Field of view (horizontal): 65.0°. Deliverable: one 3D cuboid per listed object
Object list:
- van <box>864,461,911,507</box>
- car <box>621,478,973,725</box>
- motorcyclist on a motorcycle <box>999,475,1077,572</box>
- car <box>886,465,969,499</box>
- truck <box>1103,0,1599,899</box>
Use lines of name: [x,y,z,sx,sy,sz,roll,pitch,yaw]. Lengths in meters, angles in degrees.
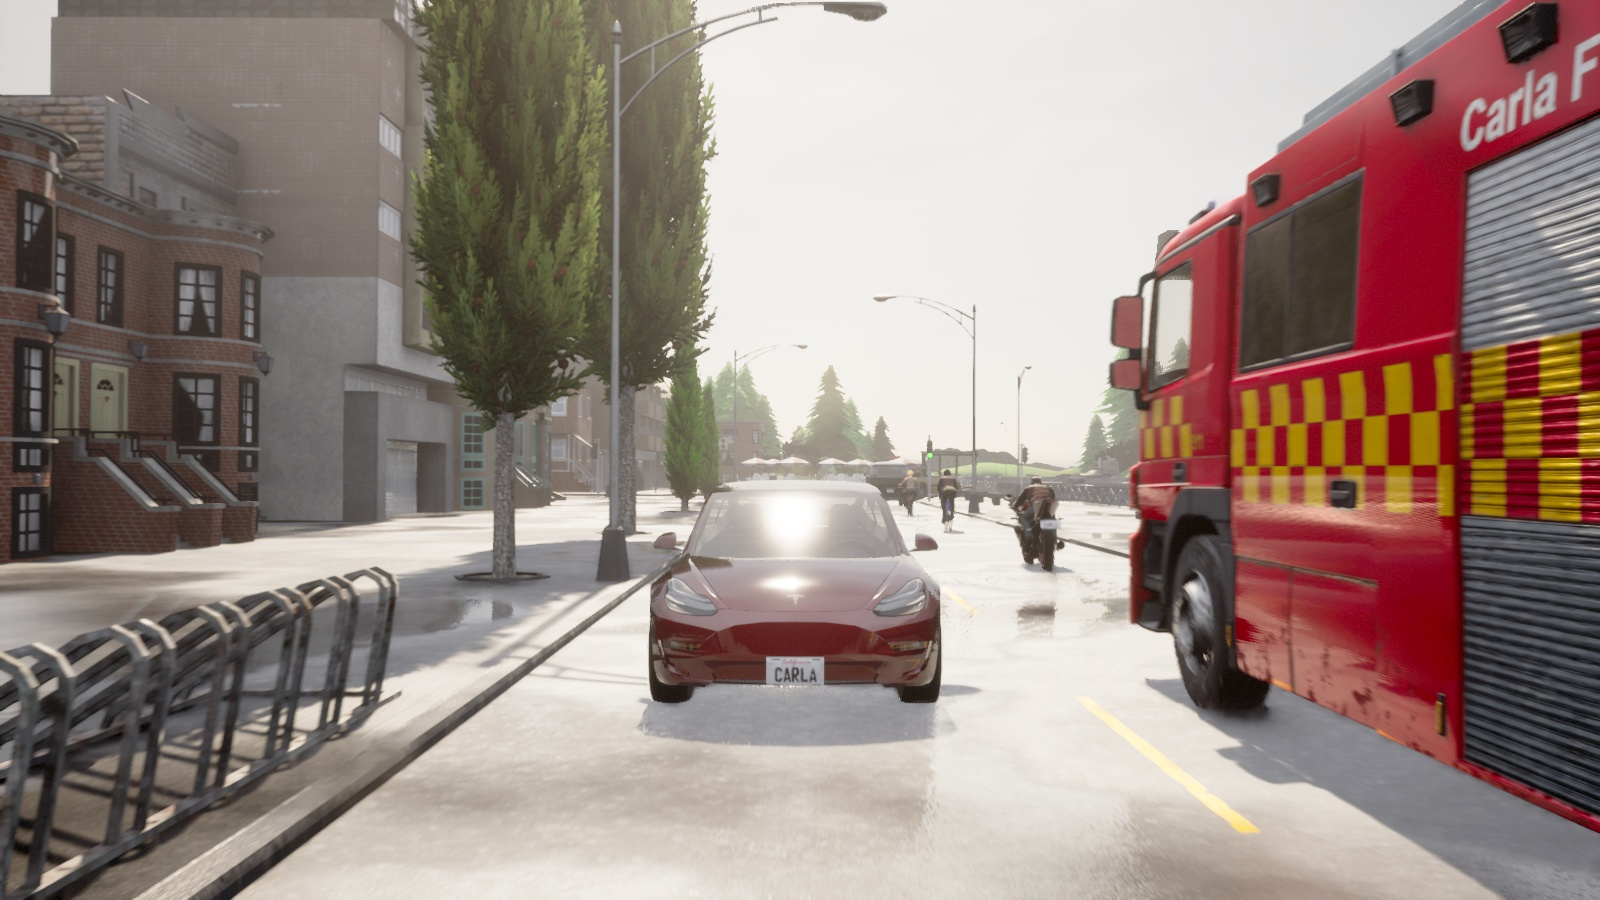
van: [3.854,1.486,55.788,1.775,1.987,4.442,0,-1,0]
car: [-0.027,0.984,10.131,2.163,1.488,4.792,0,-1,0]
motorcyclist on a motorcycle: [3.945,1.185,20.989,0.866,1.530,2.191,0,-1,0]
car: [7.108,1.773,69.938,4.605,1.855,1.932,1,-3,-41]
truck: [3.978,-0.263,6.145,2.891,3.827,8.468,0,-1,0]
